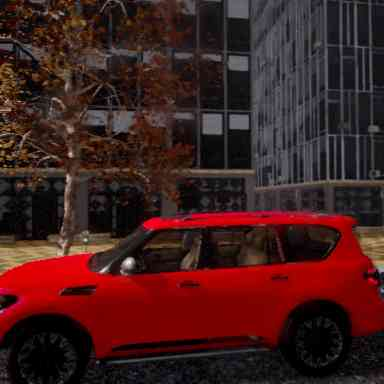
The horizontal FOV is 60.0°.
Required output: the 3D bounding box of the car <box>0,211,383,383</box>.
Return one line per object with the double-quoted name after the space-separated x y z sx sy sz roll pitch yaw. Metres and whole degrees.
-0.056 1.349 5.053 5.566 2.045 2.150 0 -1 -7 "car"
